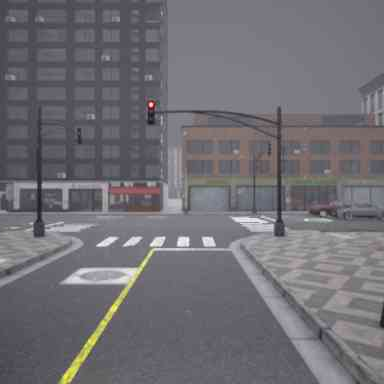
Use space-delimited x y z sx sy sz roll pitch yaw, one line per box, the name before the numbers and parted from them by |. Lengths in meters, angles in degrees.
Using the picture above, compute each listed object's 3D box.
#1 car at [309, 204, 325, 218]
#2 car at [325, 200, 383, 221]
car | 13.149 1.480 30.067 5.008 1.535 1.882 0 0 1
car | 13.405 1.540 26.813 4.181 1.385 1.994 0 0 0
